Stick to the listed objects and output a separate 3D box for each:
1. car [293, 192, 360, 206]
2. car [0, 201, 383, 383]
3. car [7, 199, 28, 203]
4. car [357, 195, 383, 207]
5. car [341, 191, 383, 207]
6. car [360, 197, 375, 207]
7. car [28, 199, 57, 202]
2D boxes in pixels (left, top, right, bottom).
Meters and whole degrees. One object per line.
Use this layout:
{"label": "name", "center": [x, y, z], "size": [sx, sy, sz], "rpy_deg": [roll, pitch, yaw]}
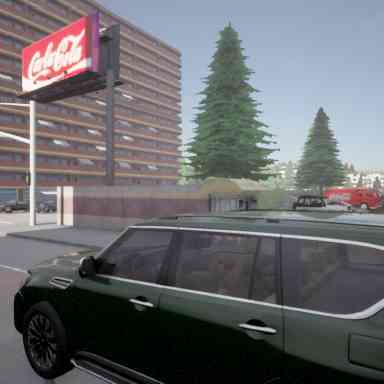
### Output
{"label": "car", "center": [8.767, 1.149, 22.286], "size": [3.866, 1.878, 1.905], "rpy_deg": [0, 0, 35]}
{"label": "car", "center": [0.225, 1.222, 3.832], "size": [5.566, 2.045, 2.150], "rpy_deg": [0, 0, 35]}
{"label": "car", "center": [-18.823, 1.491, 36.300], "size": [2.128, 1.511, 4.902], "rpy_deg": [0, 0, 35]}
{"label": "car", "center": [26.174, 1.285, 48.098], "size": [3.988, 1.617, 1.851], "rpy_deg": [0, 0, 35]}
{"label": "car", "center": [23.053, 1.117, 44.819], "size": [4.605, 1.855, 1.932], "rpy_deg": [0, 0, 35]}
{"label": "car", "center": [10.705, 1.338, 24.346], "size": [4.193, 1.474, 1.816], "rpy_deg": [0, 0, 35]}
{"label": "car", "center": [-14.865, 1.564, 35.843], "size": [1.994, 1.385, 4.181], "rpy_deg": [0, 0, 35]}
